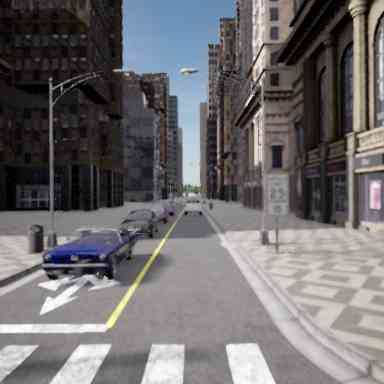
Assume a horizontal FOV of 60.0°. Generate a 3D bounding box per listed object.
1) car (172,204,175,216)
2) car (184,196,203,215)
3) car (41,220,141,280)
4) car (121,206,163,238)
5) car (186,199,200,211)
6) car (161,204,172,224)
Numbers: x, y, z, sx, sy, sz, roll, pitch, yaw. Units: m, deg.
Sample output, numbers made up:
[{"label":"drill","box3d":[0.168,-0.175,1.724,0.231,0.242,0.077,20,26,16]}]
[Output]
[{"label":"car","box3d":[-2.991,2.135,40.224,2.033,1.411,5.357,0,-1,1]},{"label":"car","box3d":[0.161,1.801,41.693,2.150,2.045,5.566,0,-1,1]},{"label":"car","box3d":[-3.077,1.826,10.888,1.895,1.301,4.718,0,-1,0]},{"label":"car","box3d":[-3.072,1.846,20.219,1.837,1.490,4.892,0,-1,0]},{"label":"car","box3d":[0.098,2.065,52.403,2.097,1.767,4.553,0,-1,0]},{"label":"car","box3d":[-3.047,1.981,29.548,1.812,1.442,4.674,0,-1,0]}]
